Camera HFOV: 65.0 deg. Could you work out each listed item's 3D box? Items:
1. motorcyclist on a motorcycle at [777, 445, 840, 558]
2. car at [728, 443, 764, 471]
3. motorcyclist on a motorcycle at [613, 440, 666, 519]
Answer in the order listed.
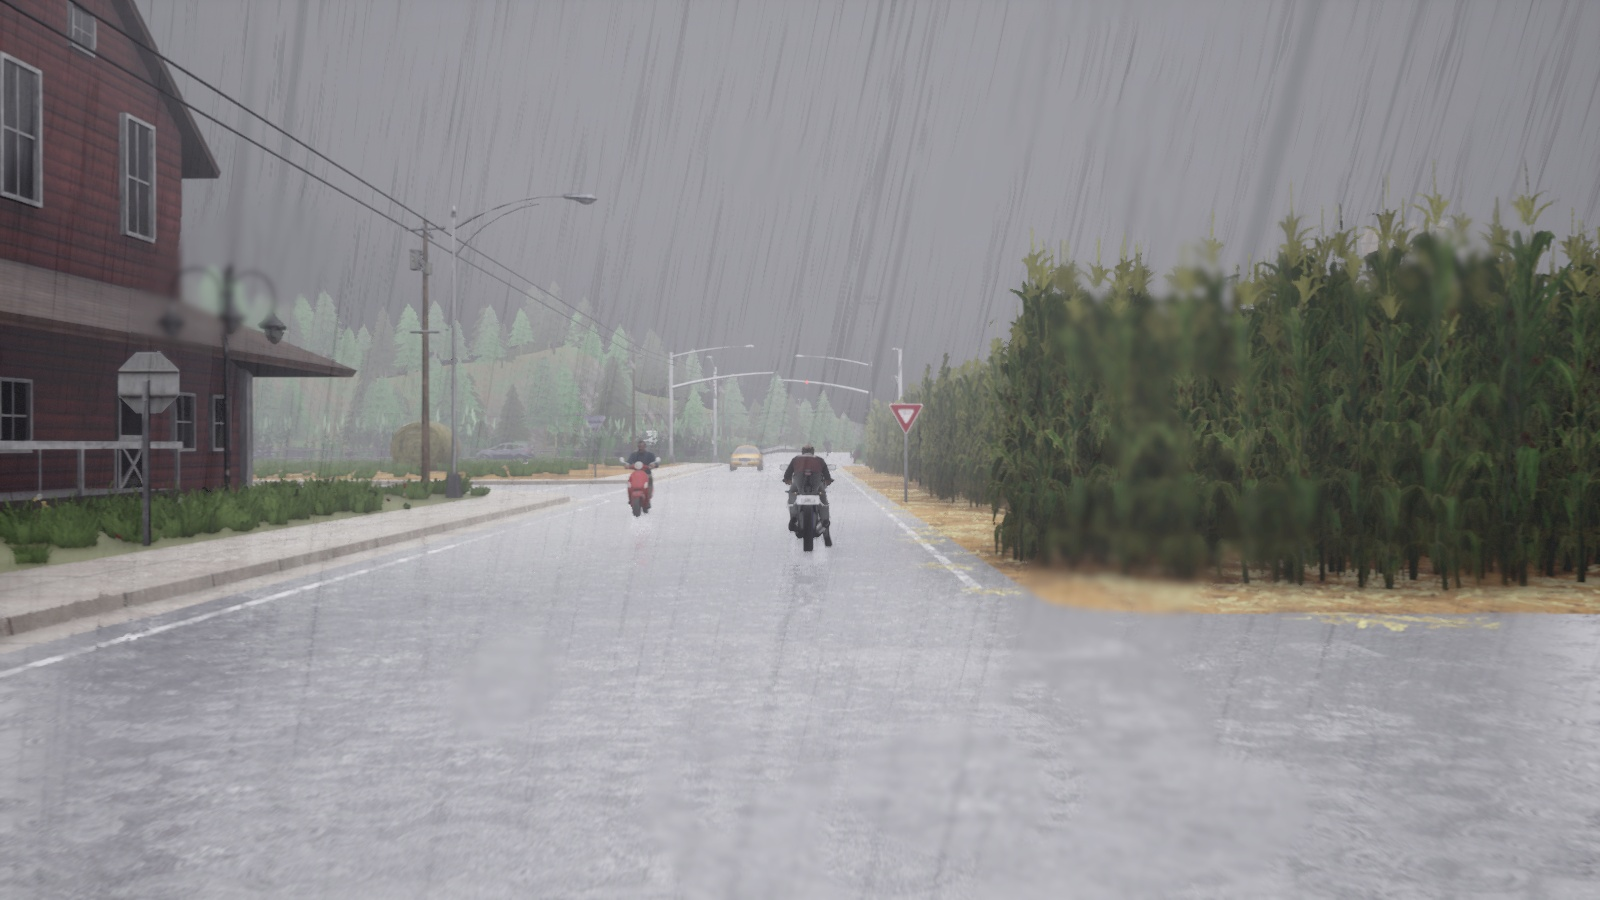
[{"bbox_3d":[0.118,0.706,18.421,0.866,1.530,2.191,0,1,0],"label":"motorcyclist on a motorcycle"},{"bbox_3d":[-3.078,0.385,72.819,1.801,1.575,5.366,0,0,0],"label":"car"},{"bbox_3d":[-3.338,0.590,26.281,0.866,1.590,1.817,0,0,0],"label":"motorcyclist on a motorcycle"}]
